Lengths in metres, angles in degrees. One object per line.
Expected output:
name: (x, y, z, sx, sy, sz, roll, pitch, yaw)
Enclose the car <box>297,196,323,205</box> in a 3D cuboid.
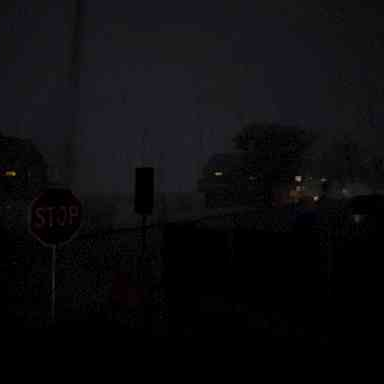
car: (13.848, 1.120, 38.915, 2.033, 1.411, 5.357, 2, 2, 35)
